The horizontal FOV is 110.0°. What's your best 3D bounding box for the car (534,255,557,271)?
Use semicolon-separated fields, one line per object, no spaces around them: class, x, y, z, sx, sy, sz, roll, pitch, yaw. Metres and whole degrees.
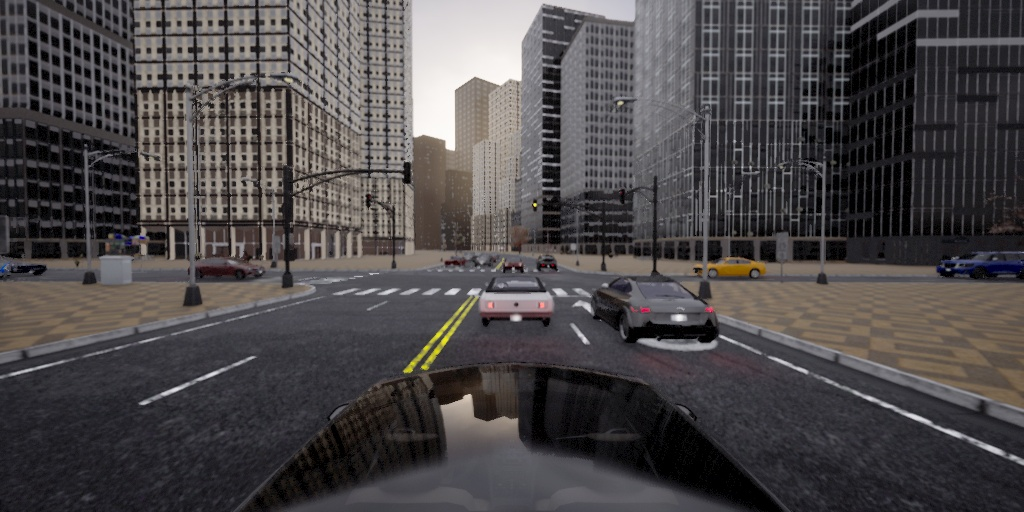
car;3.365;0.645;35.750;1.837;1.490;4.892;0;1;0

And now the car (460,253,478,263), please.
car;-6.543;0.270;54.823;2.128;1.511;4.902;0;1;0

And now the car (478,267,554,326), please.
car;0.103;1.188;10.954;1.895;1.301;4.718;0;1;0

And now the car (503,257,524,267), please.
car;0.117;0.772;34.099;1.895;1.301;4.718;0;1;0

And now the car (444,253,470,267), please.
car;-6.572;0.625;41.968;1.895;1.301;4.718;0;1;3

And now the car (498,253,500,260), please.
car;-3.297;0.389;54.247;1.895;1.301;4.718;0;1;0

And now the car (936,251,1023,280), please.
car;35.327;0.683;26.696;5.566;2.045;2.150;0;1;1

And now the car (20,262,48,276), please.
car;-35.582;0.791;24.945;4.718;1.301;1.895;0;1;1

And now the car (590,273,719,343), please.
car;3.358;1.181;9.242;1.994;1.385;4.181;0;1;0

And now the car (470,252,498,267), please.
car;-3.269;0.502;42.644;2.128;1.511;4.902;0;1;3

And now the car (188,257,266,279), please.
car;-19.477;0.799;24.537;4.674;1.442;1.812;0;1;1

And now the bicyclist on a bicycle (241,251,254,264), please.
bicyclist on a bicycle;-24.694;0.324;33.396;0.582;1.620;1.656;0;2;1

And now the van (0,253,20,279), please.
van;-33.928;0.606;22.328;3.998;1.789;1.690;0;0;1

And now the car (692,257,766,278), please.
car;16.319;0.846;27.114;5.008;1.535;1.882;0;1;1
